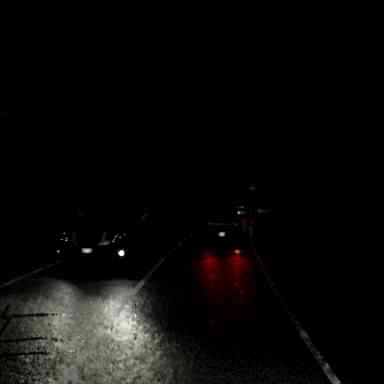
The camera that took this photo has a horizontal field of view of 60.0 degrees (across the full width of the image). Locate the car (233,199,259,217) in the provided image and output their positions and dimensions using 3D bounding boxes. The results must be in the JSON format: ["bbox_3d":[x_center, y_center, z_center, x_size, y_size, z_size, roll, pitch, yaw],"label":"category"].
[{"bbox_3d":[5.125,1.420,32.017,1.837,1.490,4.892,2,4,24],"label":"car"}]

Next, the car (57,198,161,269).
[{"bbox_3d":[-2.555,1.252,11.785,2.150,2.045,5.566,1,0,6],"label":"car"}]

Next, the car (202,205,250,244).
[{"bbox_3d":[1.578,1.599,16.494,2.128,1.511,4.902,1,0,8],"label":"car"}]
